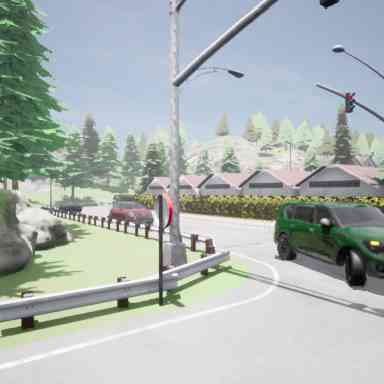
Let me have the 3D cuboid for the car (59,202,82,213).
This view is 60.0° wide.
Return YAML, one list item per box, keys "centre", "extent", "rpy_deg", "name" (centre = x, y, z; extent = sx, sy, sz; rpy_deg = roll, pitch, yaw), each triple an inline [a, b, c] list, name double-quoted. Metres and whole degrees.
- centre: [-14.301, 1.790, 39.038]
  extent: [1.895, 1.301, 4.718]
  rpy_deg: [0, 0, -31]
  name: "car"

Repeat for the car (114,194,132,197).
- centre: [-10.431, 1.398, 54.080]
  extent: [2.150, 2.045, 5.566]
  rpy_deg: [0, 0, 37]
  name: "car"

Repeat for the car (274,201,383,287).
- centre: [4.503, 1.306, 10.035]
  extent: [2.150, 2.045, 5.566]
  rpy_deg: [1, -1, -13]
  name: "car"

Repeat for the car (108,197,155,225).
- centre: [-4.631, 1.543, 25.144]
  extent: [2.097, 1.767, 4.553]
  rpy_deg: [0, 0, -35]
  name: "car"
